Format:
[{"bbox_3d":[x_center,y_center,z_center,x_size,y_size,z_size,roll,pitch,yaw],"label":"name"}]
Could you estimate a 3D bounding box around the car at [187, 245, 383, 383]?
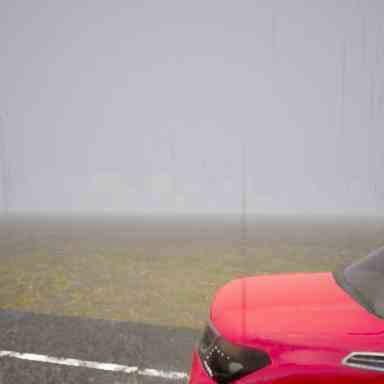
[{"bbox_3d":[2.753,1.272,2.794,5.566,2.045,2.150,0,-1,12],"label":"car"}]
